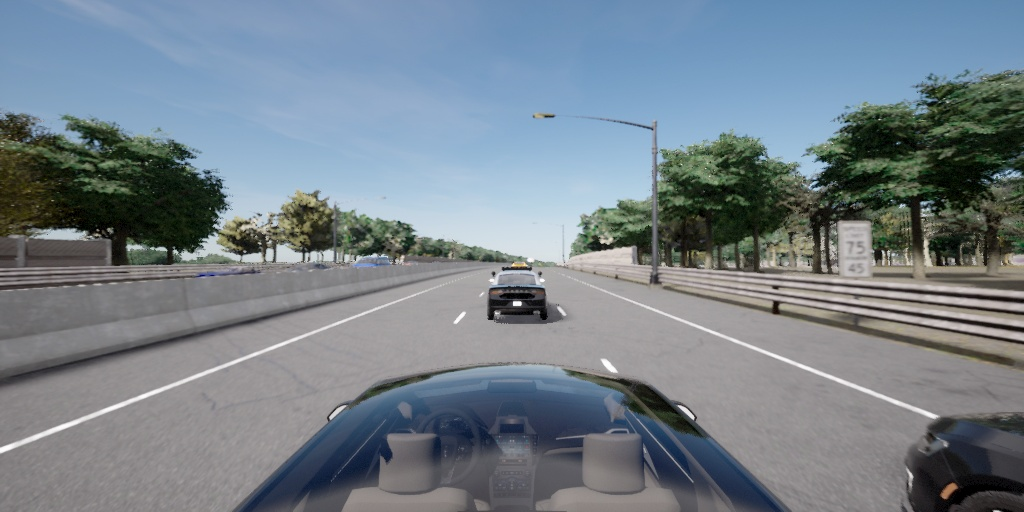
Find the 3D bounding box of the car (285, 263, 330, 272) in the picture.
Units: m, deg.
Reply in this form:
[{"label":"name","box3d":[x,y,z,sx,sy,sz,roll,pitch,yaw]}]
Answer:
[{"label":"car","box3d":[-17.210,1.373,30.354,1.837,1.490,4.892,0,0,2]}]

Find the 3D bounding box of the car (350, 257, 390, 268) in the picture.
[{"label":"car","box3d":[-13.596,1.124,34.599,2.150,2.045,5.566,0,0,2]}]

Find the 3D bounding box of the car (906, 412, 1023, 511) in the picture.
[{"label":"car","box3d":[3.609,1.255,0.383,1.837,1.490,4.892,0,0,0]}]

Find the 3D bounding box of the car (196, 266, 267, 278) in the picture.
[{"label":"car","box3d":[-20.802,1.443,26.747,1.895,1.301,4.718,0,0,1]}]

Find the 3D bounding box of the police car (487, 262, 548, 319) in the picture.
[{"label":"police car","box3d":[0.178,1.195,13.026,1.930,1.638,5.238,0,0,1]}]
